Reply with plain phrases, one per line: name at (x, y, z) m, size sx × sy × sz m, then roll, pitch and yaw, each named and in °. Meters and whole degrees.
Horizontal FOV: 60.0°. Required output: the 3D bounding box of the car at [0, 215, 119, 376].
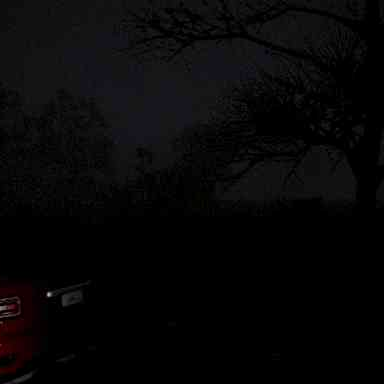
car at (-3.325, 1.306, 5.235) m, size 5.009 × 1.841 × 2.192 m, roll 0°, pitch 1°, yaw 36°
